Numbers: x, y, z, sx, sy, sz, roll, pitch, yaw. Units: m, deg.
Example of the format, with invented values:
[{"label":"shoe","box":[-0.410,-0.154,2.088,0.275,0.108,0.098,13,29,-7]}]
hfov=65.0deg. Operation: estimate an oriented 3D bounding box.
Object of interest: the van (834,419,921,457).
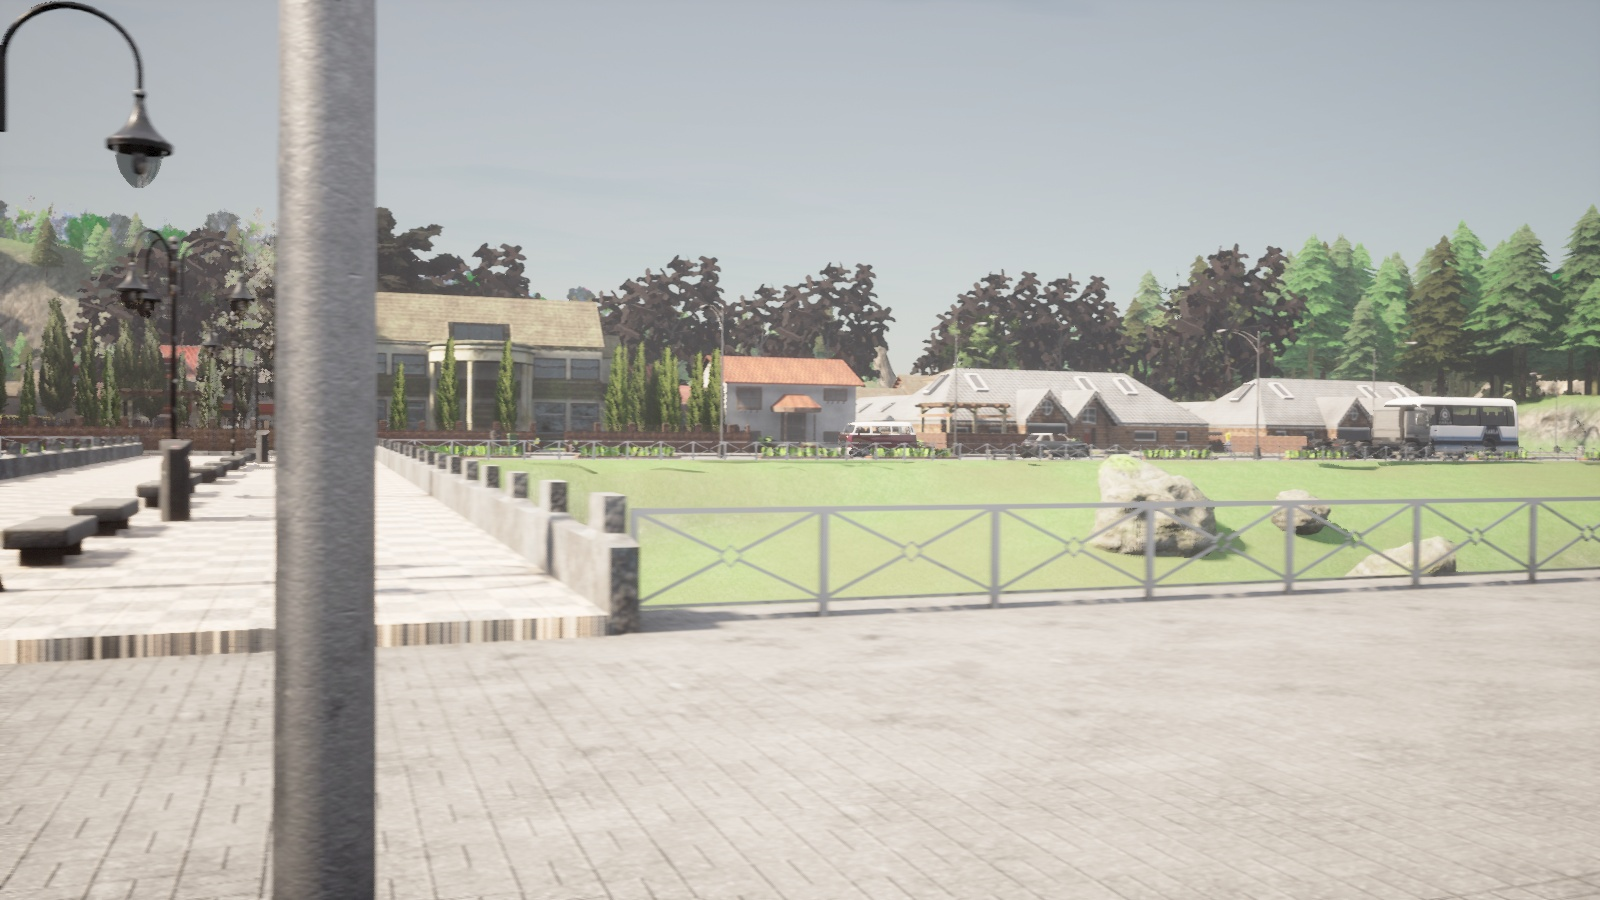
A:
[{"label":"van","box":[4.403,-0.688,71.407,4.480,2.038,2.069,-1,1,-21]}]

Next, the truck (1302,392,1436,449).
[{"label":"truck","box":[35.827,-1.856,79.043,7.936,3.462,2.891,-1,1,-21]}]

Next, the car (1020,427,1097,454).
[{"label":"car","box":[14.600,-0.549,71.001,3.806,1.475,1.970,-1,1,-21]}]

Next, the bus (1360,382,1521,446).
[{"label":"bus","box":[44.101,-2.461,86.455,10.273,4.253,3.944,-1,1,-21]}]
